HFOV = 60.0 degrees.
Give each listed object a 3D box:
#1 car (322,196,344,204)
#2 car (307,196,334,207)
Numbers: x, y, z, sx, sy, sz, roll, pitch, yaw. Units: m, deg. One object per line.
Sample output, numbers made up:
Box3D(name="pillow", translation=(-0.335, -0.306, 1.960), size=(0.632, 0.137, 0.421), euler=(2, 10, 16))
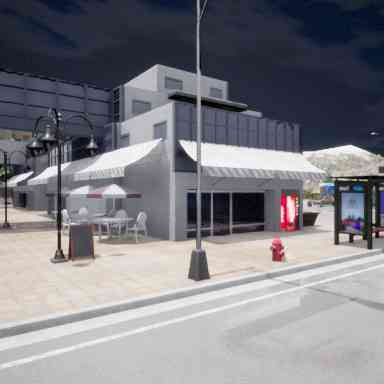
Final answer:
Box3D(name="car", translation=(28.470, 1.490, 66.923), size=(4.514, 1.523, 2.007), euler=(0, 0, -36))
Box3D(name="car", translation=(19.184, 1.345, 48.811), size=(5.027, 1.636, 2.152), euler=(0, 0, -36))
